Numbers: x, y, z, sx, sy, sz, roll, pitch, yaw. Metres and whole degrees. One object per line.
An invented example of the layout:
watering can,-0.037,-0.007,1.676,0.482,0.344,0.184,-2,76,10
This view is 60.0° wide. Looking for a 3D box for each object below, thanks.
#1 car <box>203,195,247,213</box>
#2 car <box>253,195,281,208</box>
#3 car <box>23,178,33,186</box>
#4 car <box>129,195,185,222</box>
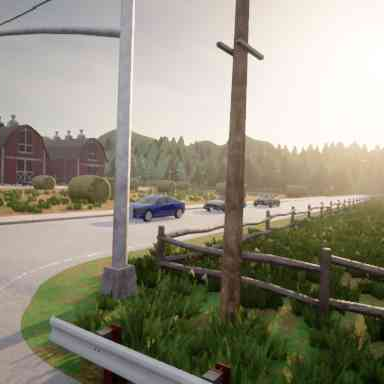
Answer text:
car,3.062,0.995,29.461,2.033,1.411,5.357,3,2,33
car,8.581,0.995,37.814,1.994,1.385,4.181,3,2,33
car,-38.910,-2.337,79.372,1.905,1.878,3.866,8,2,-13
car,-2.380,0.942,21.201,1.882,1.535,5.008,3,2,33
